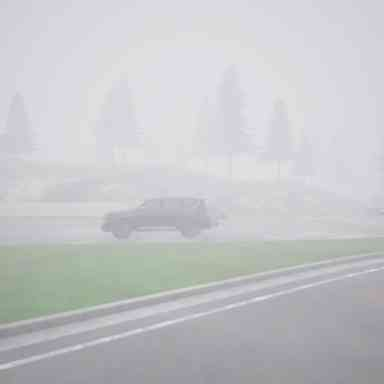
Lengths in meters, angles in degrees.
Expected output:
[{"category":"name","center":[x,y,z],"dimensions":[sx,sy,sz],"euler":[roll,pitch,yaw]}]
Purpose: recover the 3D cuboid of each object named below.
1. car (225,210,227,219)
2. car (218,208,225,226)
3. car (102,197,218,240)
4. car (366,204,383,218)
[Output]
[{"category":"car","center":[0.257,1.589,24.413],"dimensions":[4.674,1.442,1.812],"euler":[0,0,-9]},{"category":"car","center":[-0.360,1.616,20.832],"dimensions":[4.181,1.385,1.994],"euler":[0,0,-9]},{"category":"car","center":[-1.723,1.261,17.062],"dimensions":[5.566,2.045,2.150],"euler":[0,0,-8]},{"category":"car","center":[18.325,1.725,30.560],"dimensions":[4.718,1.301,1.895],"euler":[0,0,-23]}]
